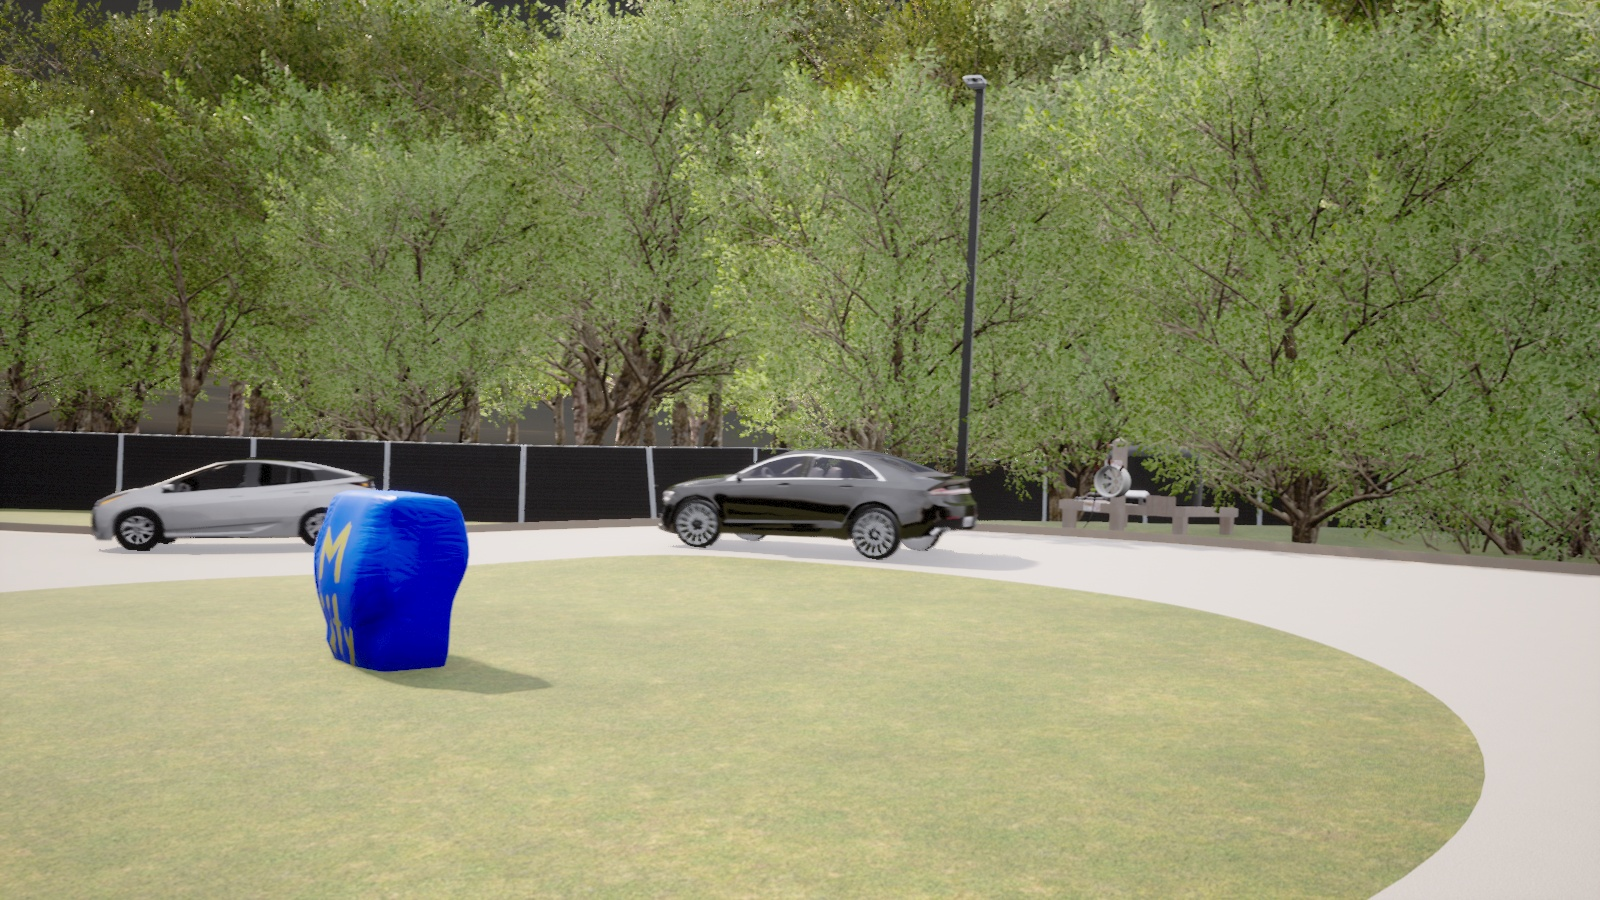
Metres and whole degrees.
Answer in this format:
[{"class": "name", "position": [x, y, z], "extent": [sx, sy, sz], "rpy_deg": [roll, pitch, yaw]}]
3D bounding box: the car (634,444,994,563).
[{"class": "car", "position": [0.186, 0.698, 18.687], "extent": [4.902, 1.511, 2.128], "rpy_deg": [1, 1, 27]}]

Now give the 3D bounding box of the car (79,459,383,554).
[{"class": "car", "position": [-9.664, 0.919, 21.753], "extent": [4.514, 1.525, 2.007], "rpy_deg": [0, 0, -14]}]
